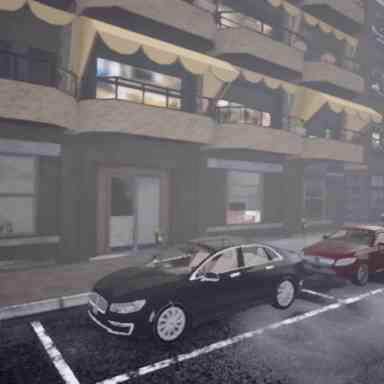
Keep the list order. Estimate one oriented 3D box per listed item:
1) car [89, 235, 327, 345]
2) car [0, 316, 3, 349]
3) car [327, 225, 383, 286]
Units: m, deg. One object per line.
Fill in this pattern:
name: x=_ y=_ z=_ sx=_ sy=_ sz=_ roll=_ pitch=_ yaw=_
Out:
car: x=0.318 y=1.574 z=6.317 sx=4.403 sy=1.369 sz=2.008 roll=0 pitch=0 yaw=-35
car: x=-4.190 y=1.572 z=3.102 sx=4.206 sy=1.307 sz=1.802 roll=0 pitch=0 yaw=-35
car: x=4.825 y=1.641 z=9.532 sx=4.206 sy=1.307 sz=1.802 roll=0 pitch=0 yaw=-35
